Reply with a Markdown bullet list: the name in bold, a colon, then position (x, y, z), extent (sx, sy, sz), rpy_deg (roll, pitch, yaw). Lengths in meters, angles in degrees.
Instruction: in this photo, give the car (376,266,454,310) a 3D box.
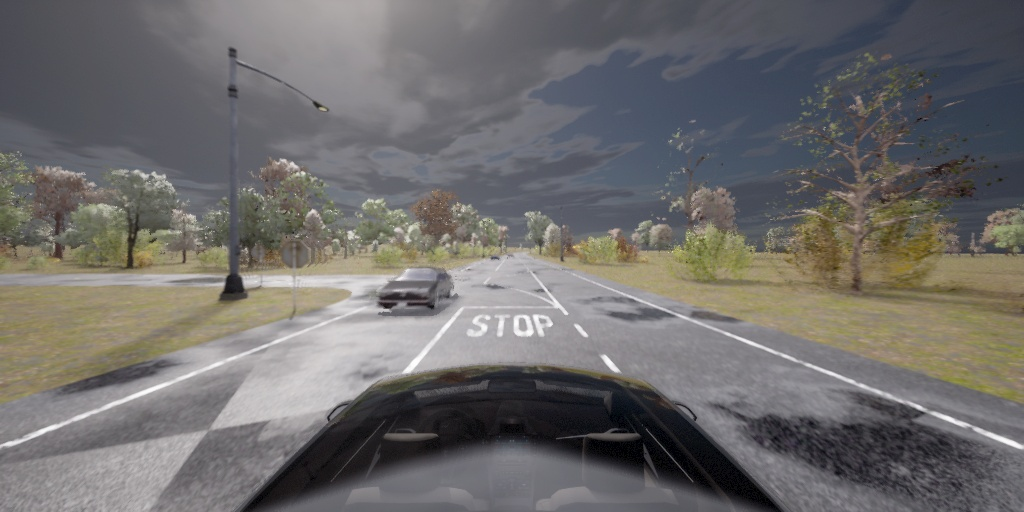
- **car**: position (-3.507, 1.128, 14.127), extent (2.033, 1.411, 5.357), rpy_deg (0, 1, 0)
